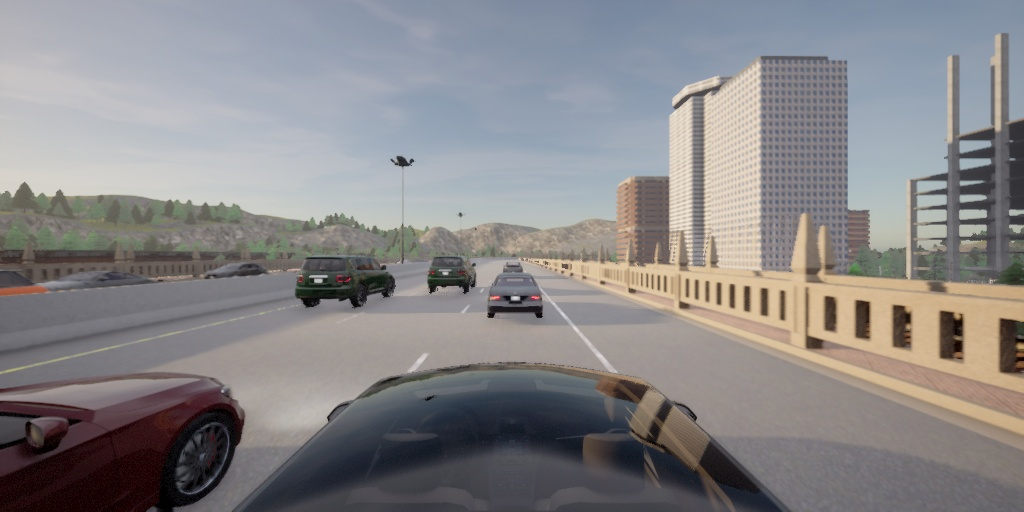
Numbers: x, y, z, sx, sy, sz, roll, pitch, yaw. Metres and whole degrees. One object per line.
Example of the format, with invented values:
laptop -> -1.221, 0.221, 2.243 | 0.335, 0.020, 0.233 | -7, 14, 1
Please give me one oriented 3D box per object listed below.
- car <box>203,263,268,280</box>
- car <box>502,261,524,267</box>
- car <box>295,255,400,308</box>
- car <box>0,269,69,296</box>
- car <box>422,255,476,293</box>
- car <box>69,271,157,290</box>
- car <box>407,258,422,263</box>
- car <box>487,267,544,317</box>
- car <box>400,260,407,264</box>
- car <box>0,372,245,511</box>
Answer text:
car -> -21.080, 1.271, 27.574 | 1.837, 1.490, 4.892 | 0, 0, 0
car -> 0.105, 1.260, 34.473 | 2.128, 1.511, 4.902 | 0, 0, 0
car -> -6.898, 0.980, 15.468 | 2.150, 2.045, 5.566 | 0, 0, 0
car -> -14.097, 1.107, 8.230 | 2.097, 1.767, 4.553 | 0, 0, 0
car -> -3.397, 0.983, 21.018 | 2.150, 2.045, 5.566 | 0, 0, 0
car -> -17.594, 1.323, 15.112 | 1.994, 1.385, 4.181 | 0, 0, 0
car -> -14.149, 1.135, 55.328 | 2.097, 1.767, 4.553 | 0, 0, -1
car -> 0.101, 1.304, 13.137 | 2.033, 1.411, 5.357 | 0, 0, 0
car -> -17.758, 1.356, 59.197 | 1.812, 1.442, 4.674 | 0, 0, -2
car -> -3.414, 1.276, 1.398 | 1.812, 1.442, 4.674 | 0, 0, 0
